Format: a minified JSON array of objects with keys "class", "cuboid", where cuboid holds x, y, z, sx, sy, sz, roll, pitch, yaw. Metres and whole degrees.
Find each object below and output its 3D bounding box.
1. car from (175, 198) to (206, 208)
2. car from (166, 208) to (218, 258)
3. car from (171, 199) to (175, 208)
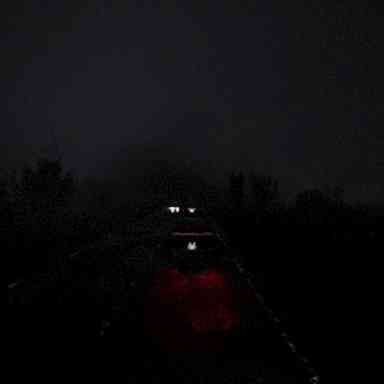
[{"class":"car","cuboid":[-0.004,1.524,27.557,2.150,2.045,5.566,0,0,0]},{"class":"car","cuboid":[0.011,1.643,13.475,2.128,1.511,4.902,0,0,0]},{"class":"car","cuboid":[-3.049,2.152,63.540,2.128,1.511,4.902,0,-1,0]}]
